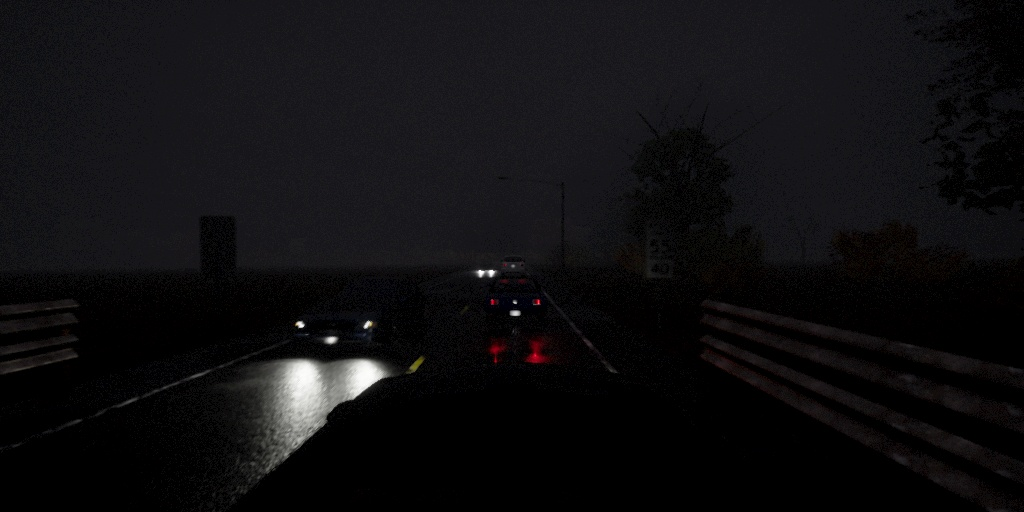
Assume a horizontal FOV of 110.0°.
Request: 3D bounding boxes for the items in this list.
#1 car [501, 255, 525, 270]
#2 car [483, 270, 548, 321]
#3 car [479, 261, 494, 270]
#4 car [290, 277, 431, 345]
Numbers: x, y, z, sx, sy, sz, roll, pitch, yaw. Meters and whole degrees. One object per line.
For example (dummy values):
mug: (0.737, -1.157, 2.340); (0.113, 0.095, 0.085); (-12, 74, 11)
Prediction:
car: (0.103, 0.960, 34.786); (2.150, 2.045, 5.566); (0, 0, 0)
car: (0.095, 1.347, 12.479); (1.895, 1.301, 4.718); (0, 0, 0)
car: (-3.572, 1.333, 51.320); (1.895, 1.301, 4.718); (0, 0, 0)
car: (-3.605, 1.294, 9.812); (2.033, 1.411, 5.357); (0, 0, 0)
